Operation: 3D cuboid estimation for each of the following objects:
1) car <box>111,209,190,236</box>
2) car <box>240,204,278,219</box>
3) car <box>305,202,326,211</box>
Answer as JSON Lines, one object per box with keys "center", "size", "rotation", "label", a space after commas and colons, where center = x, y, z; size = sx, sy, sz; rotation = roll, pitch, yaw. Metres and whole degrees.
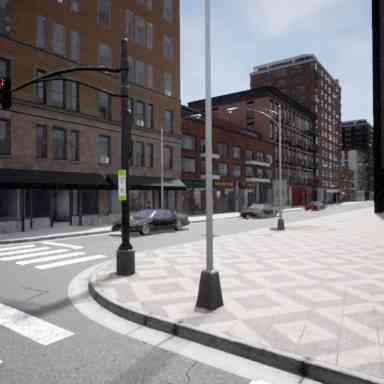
{"center": [-2.270, 1.708, 19.986], "size": [2.033, 1.411, 5.357], "rotation": [-1, -1, 36], "label": "car"}
{"center": [6.579, 1.834, 32.286], "size": [2.033, 1.411, 5.357], "rotation": [-1, -1, 36], "label": "car"}
{"center": [17.609, 2.078, 47.450], "size": [1.895, 1.301, 4.718], "rotation": [-1, -1, 36], "label": "car"}
